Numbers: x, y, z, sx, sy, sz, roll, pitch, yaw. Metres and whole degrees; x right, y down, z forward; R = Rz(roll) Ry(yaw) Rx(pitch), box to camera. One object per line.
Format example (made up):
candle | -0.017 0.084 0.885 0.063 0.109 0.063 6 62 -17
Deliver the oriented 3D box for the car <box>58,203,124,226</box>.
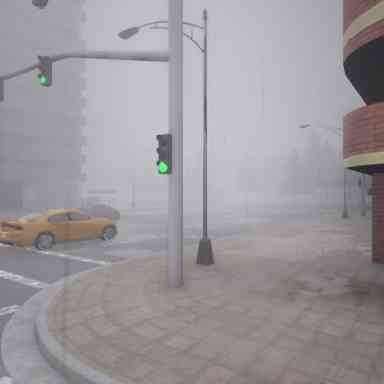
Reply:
car | -7.213 1.564 24.116 1.994 1.385 4.181 0 0 36

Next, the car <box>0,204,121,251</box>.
car | -5.456 1.477 14.267 1.882 1.535 5.008 0 0 36
